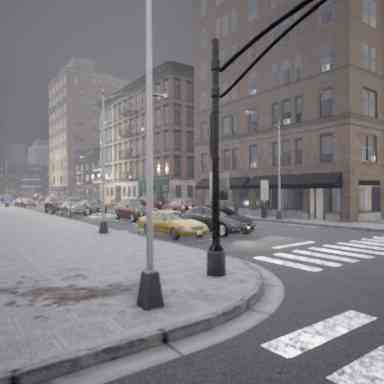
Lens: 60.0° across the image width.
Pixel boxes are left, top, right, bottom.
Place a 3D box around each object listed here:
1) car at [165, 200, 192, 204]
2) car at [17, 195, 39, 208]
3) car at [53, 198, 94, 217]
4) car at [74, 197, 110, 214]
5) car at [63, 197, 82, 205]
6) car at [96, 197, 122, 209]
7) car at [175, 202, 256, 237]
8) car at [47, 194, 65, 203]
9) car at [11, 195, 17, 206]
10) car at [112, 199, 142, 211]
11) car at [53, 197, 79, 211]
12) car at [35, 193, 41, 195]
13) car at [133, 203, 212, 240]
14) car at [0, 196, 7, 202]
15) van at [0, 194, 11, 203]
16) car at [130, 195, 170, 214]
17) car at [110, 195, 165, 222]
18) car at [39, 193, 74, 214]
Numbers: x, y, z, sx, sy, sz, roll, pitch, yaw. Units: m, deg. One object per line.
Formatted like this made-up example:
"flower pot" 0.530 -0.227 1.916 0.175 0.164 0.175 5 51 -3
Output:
"car" -1.290 1.413 31.211 1.967 1.590 4.097 0 0 -36
"car" -24.372 1.590 49.461 1.802 1.307 4.206 0 0 -36
"car" -11.111 1.563 31.102 2.008 1.369 4.403 0 0 -36
"car" -10.267 1.504 34.284 1.837 1.490 4.892 0 0 -36
"car" -21.182 1.517 58.749 2.008 1.369 4.403 0 0 -36
"car" -11.336 1.495 45.118 1.752 1.417 4.829 0 0 -36
"car" 1.305 1.508 18.231 1.837 1.490 4.892 0 0 -37
"car" -27.814 1.280 67.928 2.192 1.841 5.009 0 0 -36
"car" -27.588 1.533 53.913 1.752 1.417 4.829 0 0 -36
"car" -7.921 1.536 40.391 1.947 1.339 4.313 0 0 -36
"car" -16.273 1.475 42.675 1.882 1.535 5.008 0 0 -36
"car" -34.444 1.530 77.108 1.947 1.339 4.313 0 0 -36
"car" -1.065 1.541 17.195 1.752 1.417 4.829 0 0 -36
"car" -44.265 1.556 76.999 2.008 1.369 4.403 0 0 -36
"van" -37.635 1.347 67.819 1.690 1.788 3.998 0 0 -36
"car" -4.606 1.287 35.800 2.192 1.841 5.009 0 0 -36
"car" -4.361 1.353 26.091 2.097 1.767 4.553 0 0 -36
"car" -14.427 1.326 35.691 2.192 1.841 5.009 0 0 -36
